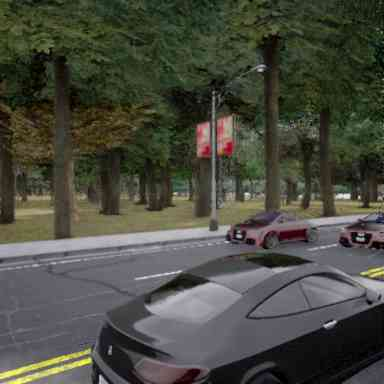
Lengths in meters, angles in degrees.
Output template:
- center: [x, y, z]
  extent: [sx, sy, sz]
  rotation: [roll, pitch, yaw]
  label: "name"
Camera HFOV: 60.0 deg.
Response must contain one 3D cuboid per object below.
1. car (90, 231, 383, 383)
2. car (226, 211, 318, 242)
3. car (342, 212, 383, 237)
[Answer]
- center: [1.122, 1.515, 4.241]
  extent: [4.674, 1.442, 1.812]
  rotation: [0, 0, -36]
  label: "car"
- center: [3.463, 1.529, 14.143]
  extent: [4.181, 1.385, 1.994]
  rotation: [0, 0, -36]
  label: "car"
- center: [7.722, 1.521, 13.190]
  extent: [4.181, 1.385, 1.994]
  rotation: [0, 0, -36]
  label: "car"
